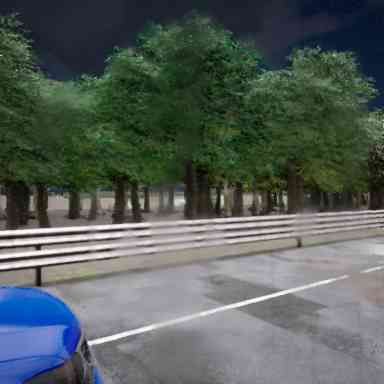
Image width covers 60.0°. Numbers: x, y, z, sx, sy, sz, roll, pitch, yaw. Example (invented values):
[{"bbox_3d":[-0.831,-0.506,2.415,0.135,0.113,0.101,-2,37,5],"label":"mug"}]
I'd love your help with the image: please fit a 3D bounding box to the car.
[{"bbox_3d":[-3.210,1.215,1.457,5.566,2.045,2.150,0,0,-35],"label":"car"}]
